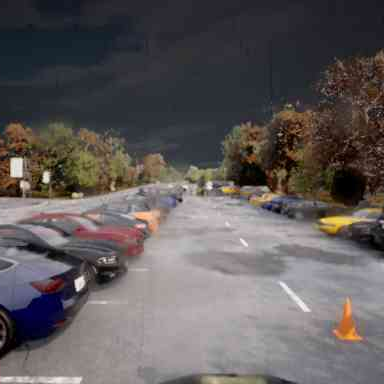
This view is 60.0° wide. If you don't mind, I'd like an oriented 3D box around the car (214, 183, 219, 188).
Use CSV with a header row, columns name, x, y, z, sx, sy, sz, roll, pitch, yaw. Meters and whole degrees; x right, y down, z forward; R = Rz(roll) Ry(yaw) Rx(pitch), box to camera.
name,x,y,z,sx,sy,sz,roll,pitch,yaw
car,9.168,-0.969,87.915,5.366,1.575,1.946,0,3,0

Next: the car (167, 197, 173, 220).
name,x,y,z,sx,sy,sz,roll,pitch,yaw
car,-3.932,1.313,22.052,4.792,1.488,2.163,0,1,0

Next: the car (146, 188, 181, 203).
name,x,y,z,sx,sy,sz,roll,pitch,yaw
car,-3.750,0.424,44.331,4.553,1.767,2.185,0,3,0

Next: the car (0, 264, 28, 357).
name,x,y,z,sx,sy,sz,roll,pitch,yaw
car,-4.117,1.497,2.546,4.674,1.452,2.002,0,0,0

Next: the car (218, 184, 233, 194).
name,x,y,z,sx,sy,sz,roll,pitch,yaw
car,9.268,-0.357,76.974,5.008,1.535,2.097,0,3,0

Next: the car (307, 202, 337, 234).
name,x,y,z,sx,sy,sz,roll,pitch,yaw
car,8.891,1.456,16.555,5.366,1.575,1.946,0,1,0

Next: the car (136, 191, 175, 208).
name,x,y,z,sx,sy,sz,roll,pitch,yaw
car,-3.947,1.032,27.622,4.553,1.767,2.185,0,1,0

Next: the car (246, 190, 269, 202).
name,x,y,z,sx,sy,sz,roll,pitch,yaw
car,9.438,0.876,38.729,5.366,1.575,1.946,0,2,0

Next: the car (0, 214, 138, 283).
name,x,y,z,sx,sy,sz,roll,pitch,yaw
car,-4.076,1.448,8.119,5.008,1.535,2.097,0,0,0

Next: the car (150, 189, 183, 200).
name,x,y,z,sx,sy,sz,roll,pitch,yaw
car,-3.766,0.311,49.902,4.792,1.488,2.163,0,3,0

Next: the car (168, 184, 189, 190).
name,x,y,z,sx,sy,sz,roll,pitch,yaw
car,-3.816,-0.562,79.710,4.792,1.488,2.163,0,3,0

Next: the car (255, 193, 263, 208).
name,x,y,z,sx,sy,sz,roll,pitch,yaw
car,9.180,1.109,33.284,4.792,1.488,2.163,0,2,0

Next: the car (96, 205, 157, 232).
name,x,y,z,sx,sy,sz,roll,pitch,yaw
car,-4.024,1.448,13.697,4.674,1.452,2.002,0,0,0

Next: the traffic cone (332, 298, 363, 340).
name,x,y,z,sx,sy,sz,roll,pitch,yaw
traffic cone,2.457,1.976,5.269,0.340,0.580,0.340,0,0,0

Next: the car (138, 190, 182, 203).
name,x,y,z,sx,sy,sz,roll,pitch,yaw
car,-3.856,0.901,35.982,4.892,1.521,2.231,0,2,0

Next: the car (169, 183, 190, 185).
name,x,y,z,sx,sy,sz,roll,pitch,yaw
car,-3.761,-0.745,82.480,5.008,1.535,2.097,0,3,0

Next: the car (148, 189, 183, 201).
name,x,y,z,sx,sy,sz,roll,pitch,yaw
car,-3.730,0.446,47.121,4.792,1.488,2.163,0,3,0

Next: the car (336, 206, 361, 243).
name,x,y,z,sx,sy,sz,roll,pitch,yaw
car,9.059,1.493,13.765,5.008,1.535,2.097,0,1,0

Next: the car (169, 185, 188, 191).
name,x,y,z,sx,sy,sz,roll,pitch,yaw
car,-3.699,-1.207,90.796,4.892,1.521,2.231,0,3,0

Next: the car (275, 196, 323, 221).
name,x,y,z,sx,sy,sz,roll,pitch,yaw
car,9.135,1.313,24.787,4.892,1.521,2.231,0,1,0

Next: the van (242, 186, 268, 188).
name,x,y,z,sx,sy,sz,roll,pitch,yaw
van,9.218,0.141,49.871,4.442,1.987,1.878,0,3,0

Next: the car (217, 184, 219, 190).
name,x,y,z,sx,sy,sz,roll,pitch,yaw
car,9.284,-0.628,82.384,4.792,1.488,2.163,0,3,0

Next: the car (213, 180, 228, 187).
name,x,y,z,sx,sy,sz,roll,pitch,yaw
car,9.425,-1.523,93.430,5.566,2.045,2.435,0,3,0

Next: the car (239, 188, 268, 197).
name,x,y,z,sx,sy,sz,roll,pitch,yaw
car,9.324,0.534,47.213,4.674,1.452,2.002,0,3,0

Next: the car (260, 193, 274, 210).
name,x,y,z,sx,sy,sz,roll,pitch,yaw
car,9.182,1.164,30.493,5.008,1.535,2.097,0,2,0

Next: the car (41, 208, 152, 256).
name,x,y,z,sx,sy,sz,roll,pitch,yaw
car,-4.055,1.432,10.908,5.008,1.535,2.097,0,0,0

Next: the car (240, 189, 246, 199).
name,x,y,z,sx,sy,sz,roll,pitch,yaw
car,9.301,0.668,44.431,4.674,1.452,2.002,0,3,0

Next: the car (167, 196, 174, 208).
name,x,y,z,sx,sy,sz,roll,pitch,yaw
car,-3.968,1.254,24.839,4.792,1.488,2.163,0,1,0

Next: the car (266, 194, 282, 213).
name,x,y,z,sx,sy,sz,roll,pitch,yaw
car,9.159,1.241,27.704,5.008,1.535,2.097,0,1,0

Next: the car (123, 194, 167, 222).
name,x,y,z,sx,sy,sz,roll,pitch,yaw
car,-3.951,1.209,19.262,4.553,1.767,2.185,0,1,0

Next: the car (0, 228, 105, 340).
name,x,y,z,sx,sy,sz,roll,pitch,yaw
car,-4.122,1.486,5.332,4.792,1.488,2.163,0,0,0

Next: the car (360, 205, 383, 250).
name,x,y,z,sx,sy,sz,roll,pitch,yaw
car,9.062,1.267,10.974,5.566,2.045,2.435,0,0,0

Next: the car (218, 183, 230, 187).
name,x,y,z,sx,sy,sz,roll,pitch,yaw
car,9.326,-0.635,79.733,4.553,1.767,2.185,0,3,0

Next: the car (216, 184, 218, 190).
name,x,y,z,sx,sy,sz,roll,pitch,yaw
car,9.330,-0.771,85.150,4.674,1.452,2.002,0,3,0

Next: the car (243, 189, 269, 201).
name,x,y,z,sx,sy,sz,roll,pitch,yaw
car,9.304,0.790,41.521,4.792,1.488,2.163,0,3,0

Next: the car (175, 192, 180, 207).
name,x,y,z,sx,sy,sz,roll,pitch,yaw
car,-3.901,1.027,33.206,4.792,1.488,2.163,0,2,0

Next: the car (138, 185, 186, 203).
name,x,y,z,sx,sy,sz,roll,pitch,yaw
car,-3.797,0.542,38.759,5.566,2.045,2.435,0,2,0

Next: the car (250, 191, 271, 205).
name,x,y,z,sx,sy,sz,roll,pitch,yaw
car,9.416,0.984,35.936,5.366,1.575,1.946,0,2,0

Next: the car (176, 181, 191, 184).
name,x,y,z,sx,sy,sz,roll,pitch,yaw
car,-3.716,-1.150,85.237,5.566,2.045,2.435,0,3,0

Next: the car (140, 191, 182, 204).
name,x,y,z,sx,sy,sz,roll,pitch,yaw
car,-3.810,0.675,41.561,5.008,1.535,2.097,0,2,0

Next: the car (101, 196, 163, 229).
name,x,y,z,sx,sy,sz,roll,pitch,yaw
car,-3.973,1.250,16.482,4.553,1.767,2.185,0,1,0
